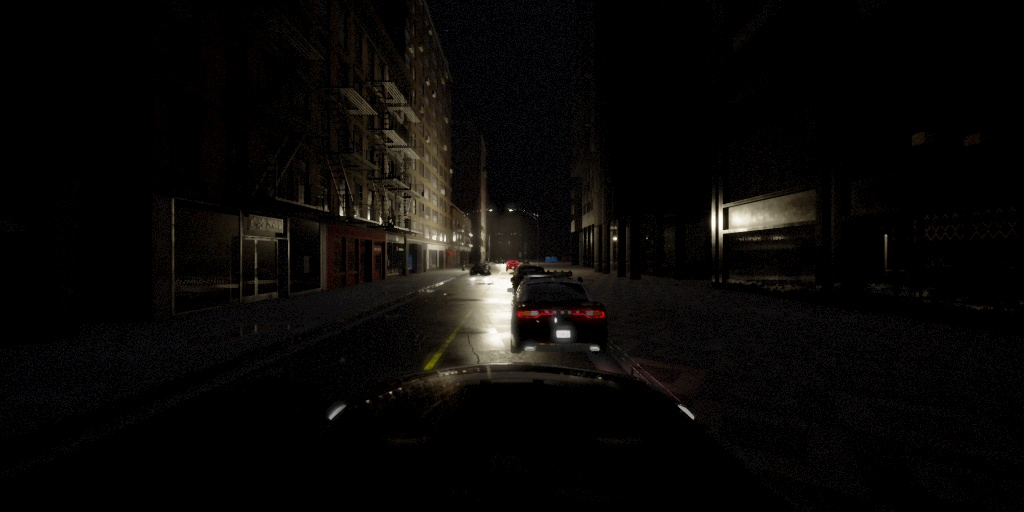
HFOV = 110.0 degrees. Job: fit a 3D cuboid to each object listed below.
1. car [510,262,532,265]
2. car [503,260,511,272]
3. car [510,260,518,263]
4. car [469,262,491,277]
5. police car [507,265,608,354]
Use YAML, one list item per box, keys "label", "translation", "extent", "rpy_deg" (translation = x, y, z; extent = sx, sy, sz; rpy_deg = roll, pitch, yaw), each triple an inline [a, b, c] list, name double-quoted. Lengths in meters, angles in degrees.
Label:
- label: "car"
  translation: [0.940, 1.256, 18.809]
  extent: [1.837, 1.490, 4.892]
  rpy_deg: [0, 0, 0]
- label: "car"
  translation: [0.148, 1.301, 47.410]
  extent: [1.812, 1.442, 4.674]
  rpy_deg: [0, 0, 1]
- label: "car"
  translation: [0.955, 1.209, 25.000]
  extent: [1.801, 1.575, 5.366]
  rpy_deg: [0, 0, 0]
- label: "car"
  translation: [-3.020, 1.308, 35.229]
  extent: [2.033, 1.411, 5.357]
  rpy_deg: [0, 0, 0]
- label: "police car"
  translation: [0.914, 1.175, 8.919]
  extent: [1.930, 1.638, 5.238]
  rpy_deg: [0, 0, 0]
